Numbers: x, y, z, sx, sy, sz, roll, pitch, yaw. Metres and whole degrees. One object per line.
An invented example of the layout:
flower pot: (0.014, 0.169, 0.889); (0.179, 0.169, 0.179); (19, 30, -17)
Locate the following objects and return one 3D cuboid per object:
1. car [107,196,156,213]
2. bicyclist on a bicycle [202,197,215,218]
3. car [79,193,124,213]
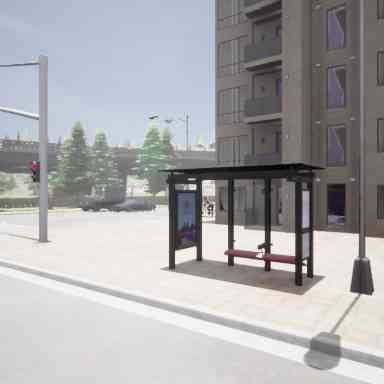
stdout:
car: (-6.280, 1.492, 36.498); (2.033, 1.411, 5.357); (0, 0, 37)
bicyclist on a bicycle: (1.253, 1.245, 26.671); (1.656, 1.620, 0.582); (0, 0, 36)
car: (-9.885, 1.165, 37.472); (2.150, 2.045, 5.566); (0, 0, 38)
